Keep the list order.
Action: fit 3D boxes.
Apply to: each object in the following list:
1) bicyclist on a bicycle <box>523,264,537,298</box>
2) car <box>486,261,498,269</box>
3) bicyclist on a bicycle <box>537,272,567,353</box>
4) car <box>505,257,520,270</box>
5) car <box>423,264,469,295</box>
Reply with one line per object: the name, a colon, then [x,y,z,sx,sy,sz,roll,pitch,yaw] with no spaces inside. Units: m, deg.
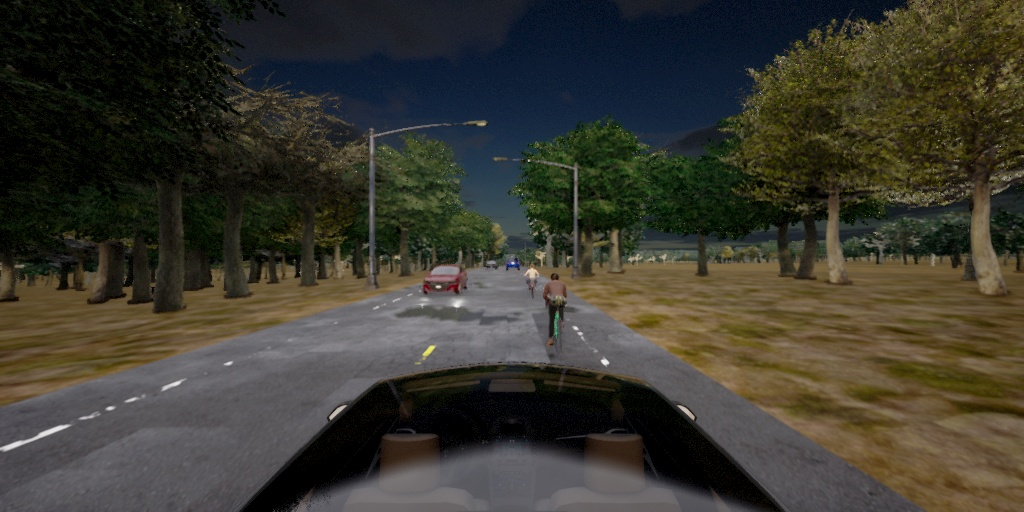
bicyclist on a bicycle: [0.965,1.191,17.360,0.866,1.612,1.509,0,0,0]
car: [-3.517,1.543,62.533,1.882,1.535,5.008,0,-1,1]
bicyclist on a bicycle: [0.964,1.204,7.909,0.582,1.620,1.656,0,0,0]
car: [0.136,1.239,58.379,2.150,2.045,5.566,0,-1,0]
car: [-3.590,1.236,20.030,1.882,1.535,5.008,0,0,0]
